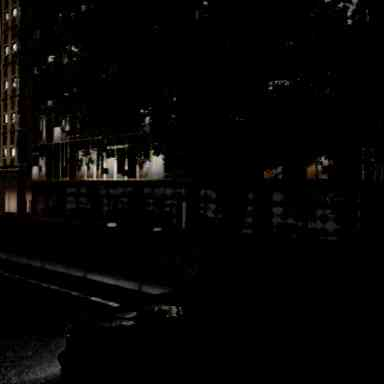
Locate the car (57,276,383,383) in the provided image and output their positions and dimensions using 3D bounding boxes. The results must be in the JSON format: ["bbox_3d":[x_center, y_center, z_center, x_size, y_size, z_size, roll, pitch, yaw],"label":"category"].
[{"bbox_3d":[1.111,1.549,2.893,5.357,1.411,2.033,0,0,35],"label":"car"}]
